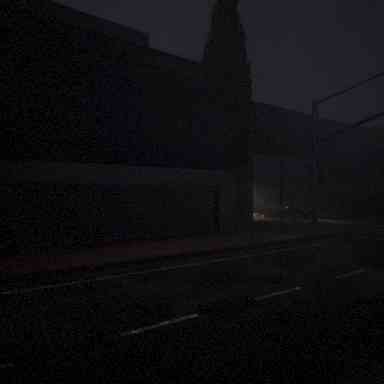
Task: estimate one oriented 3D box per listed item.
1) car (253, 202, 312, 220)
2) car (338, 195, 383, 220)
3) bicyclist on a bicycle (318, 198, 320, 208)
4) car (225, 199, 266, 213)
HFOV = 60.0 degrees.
[{"bbox_3d":[8.136,1.559,29.023,2.033,1.411,5.357,0,0,-37],"label":"car"},{"bbox_3d":[14.586,1.235,26.531,2.150,2.045,5.566,0,0,-40],"label":"car"},{"bbox_3d":[16.220,1.322,43.242,1.656,1.620,0.582,0,0,-37],"label":"bicyclist on a bicycle"},{"bbox_3d":[5.987,1.539,37.754,1.812,1.442,4.674,0,0,-37],"label":"car"}]
